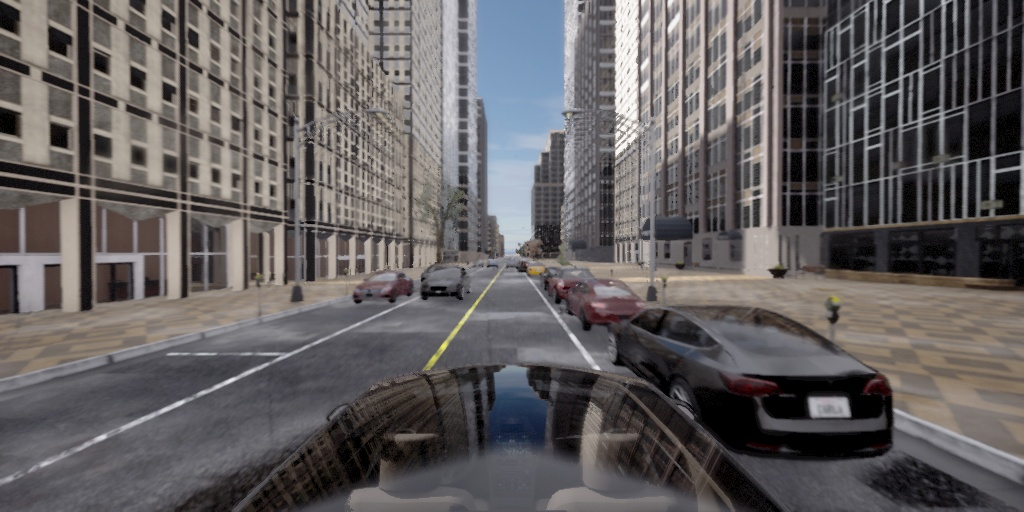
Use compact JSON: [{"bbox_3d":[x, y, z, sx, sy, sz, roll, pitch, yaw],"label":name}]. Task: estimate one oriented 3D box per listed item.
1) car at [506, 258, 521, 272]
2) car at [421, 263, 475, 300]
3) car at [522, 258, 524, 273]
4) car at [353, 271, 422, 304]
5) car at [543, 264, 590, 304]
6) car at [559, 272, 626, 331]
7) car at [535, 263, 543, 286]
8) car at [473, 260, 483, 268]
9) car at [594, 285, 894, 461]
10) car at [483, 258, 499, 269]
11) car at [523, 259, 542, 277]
[{"bbox_3d":[-0.014,1.289,53.957,2.033,1.411,5.357,0,0,0],"label":"car"},{"bbox_3d":[-3.099,1.253,17.544,1.837,1.490,4.892,0,0,0],"label":"car"},{"bbox_3d":[2.675,1.268,50.421,1.751,1.417,4.829,0,0,0],"label":"car"},{"bbox_3d":[-5.696,1.330,16.393,1.802,1.307,4.207,0,0,0],"label":"car"},{"bbox_3d":[2.685,1.189,16.394,1.967,1.591,4.097,0,0,0],"label":"car"},{"bbox_3d":[2.686,1.332,10.752,1.802,1.307,4.207,0,0,0],"label":"car"},{"bbox_3d":[2.683,1.314,22.037,1.948,1.339,4.313,0,0,0],"label":"car"},{"bbox_3d":[-5.709,1.288,61.523,2.007,1.370,4.403,0,0,0],"label":"car"},{"bbox_3d":[2.689,1.316,5.109,1.948,1.339,4.313,0,0,0],"label":"car"},{"bbox_3d":[-3.046,1.287,57.270,2.033,1.411,5.357,0,0,1],"label":"car"},{"bbox_3d":[2.341,1.203,34.775,1.801,1.575,5.366,0,0,0],"label":"car"}]
